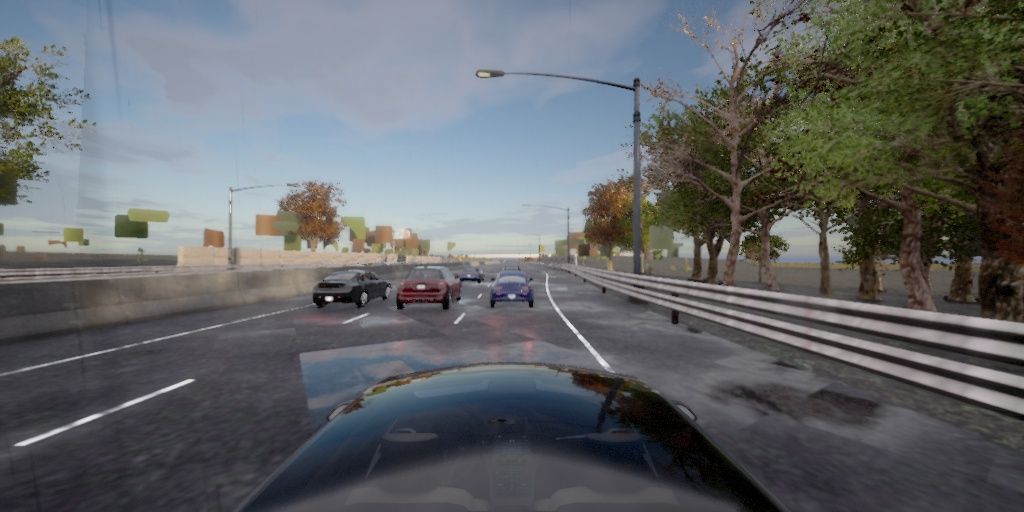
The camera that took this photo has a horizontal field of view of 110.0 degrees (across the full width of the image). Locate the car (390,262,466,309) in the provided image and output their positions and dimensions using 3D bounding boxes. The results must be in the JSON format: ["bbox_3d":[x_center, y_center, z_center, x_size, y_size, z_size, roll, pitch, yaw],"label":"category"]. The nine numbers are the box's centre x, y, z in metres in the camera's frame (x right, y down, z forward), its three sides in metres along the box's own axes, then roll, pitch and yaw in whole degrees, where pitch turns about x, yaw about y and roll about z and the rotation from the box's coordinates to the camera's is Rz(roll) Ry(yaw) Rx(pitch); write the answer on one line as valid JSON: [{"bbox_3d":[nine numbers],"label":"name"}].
[{"bbox_3d":[-3.499,1.238,15.932,2.097,1.767,4.553,0,-1,0],"label":"car"}]

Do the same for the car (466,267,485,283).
[{"bbox_3d":[-3.499,1.608,31.168,1.994,1.385,4.181,0,-1,0],"label":"car"}]

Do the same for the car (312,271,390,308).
[{"bbox_3d":[-6.999,1.398,16.160,1.837,1.490,4.892,0,0,0],"label":"car"}]

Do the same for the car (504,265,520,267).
[{"bbox_3d":[0.000,1.551,31.156,1.837,1.490,4.892,0,0,0],"label":"car"}]

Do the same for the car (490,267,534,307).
[{"bbox_3d":[0.002,1.417,16.228,1.812,1.442,4.674,0,0,0],"label":"car"}]
